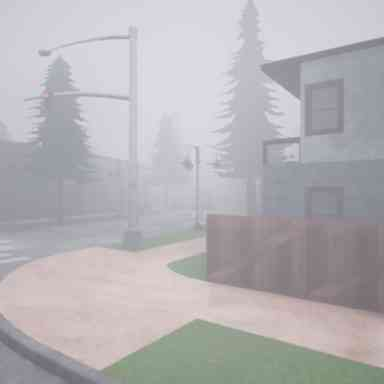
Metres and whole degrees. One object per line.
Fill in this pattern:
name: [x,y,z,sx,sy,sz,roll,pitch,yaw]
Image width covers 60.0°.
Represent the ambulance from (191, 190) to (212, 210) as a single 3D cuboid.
ambulance: [1.374,1.002,43.556,2.351,2.431,6.366,0,0,7]
